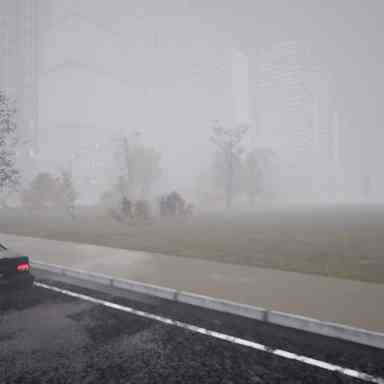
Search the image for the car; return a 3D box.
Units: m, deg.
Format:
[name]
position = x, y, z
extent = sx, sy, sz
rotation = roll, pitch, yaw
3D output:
[car]
position = -5.822, 1.613, 7.796
extent = 5.357, 1.411, 2.033
rotation = 0, 0, 36
